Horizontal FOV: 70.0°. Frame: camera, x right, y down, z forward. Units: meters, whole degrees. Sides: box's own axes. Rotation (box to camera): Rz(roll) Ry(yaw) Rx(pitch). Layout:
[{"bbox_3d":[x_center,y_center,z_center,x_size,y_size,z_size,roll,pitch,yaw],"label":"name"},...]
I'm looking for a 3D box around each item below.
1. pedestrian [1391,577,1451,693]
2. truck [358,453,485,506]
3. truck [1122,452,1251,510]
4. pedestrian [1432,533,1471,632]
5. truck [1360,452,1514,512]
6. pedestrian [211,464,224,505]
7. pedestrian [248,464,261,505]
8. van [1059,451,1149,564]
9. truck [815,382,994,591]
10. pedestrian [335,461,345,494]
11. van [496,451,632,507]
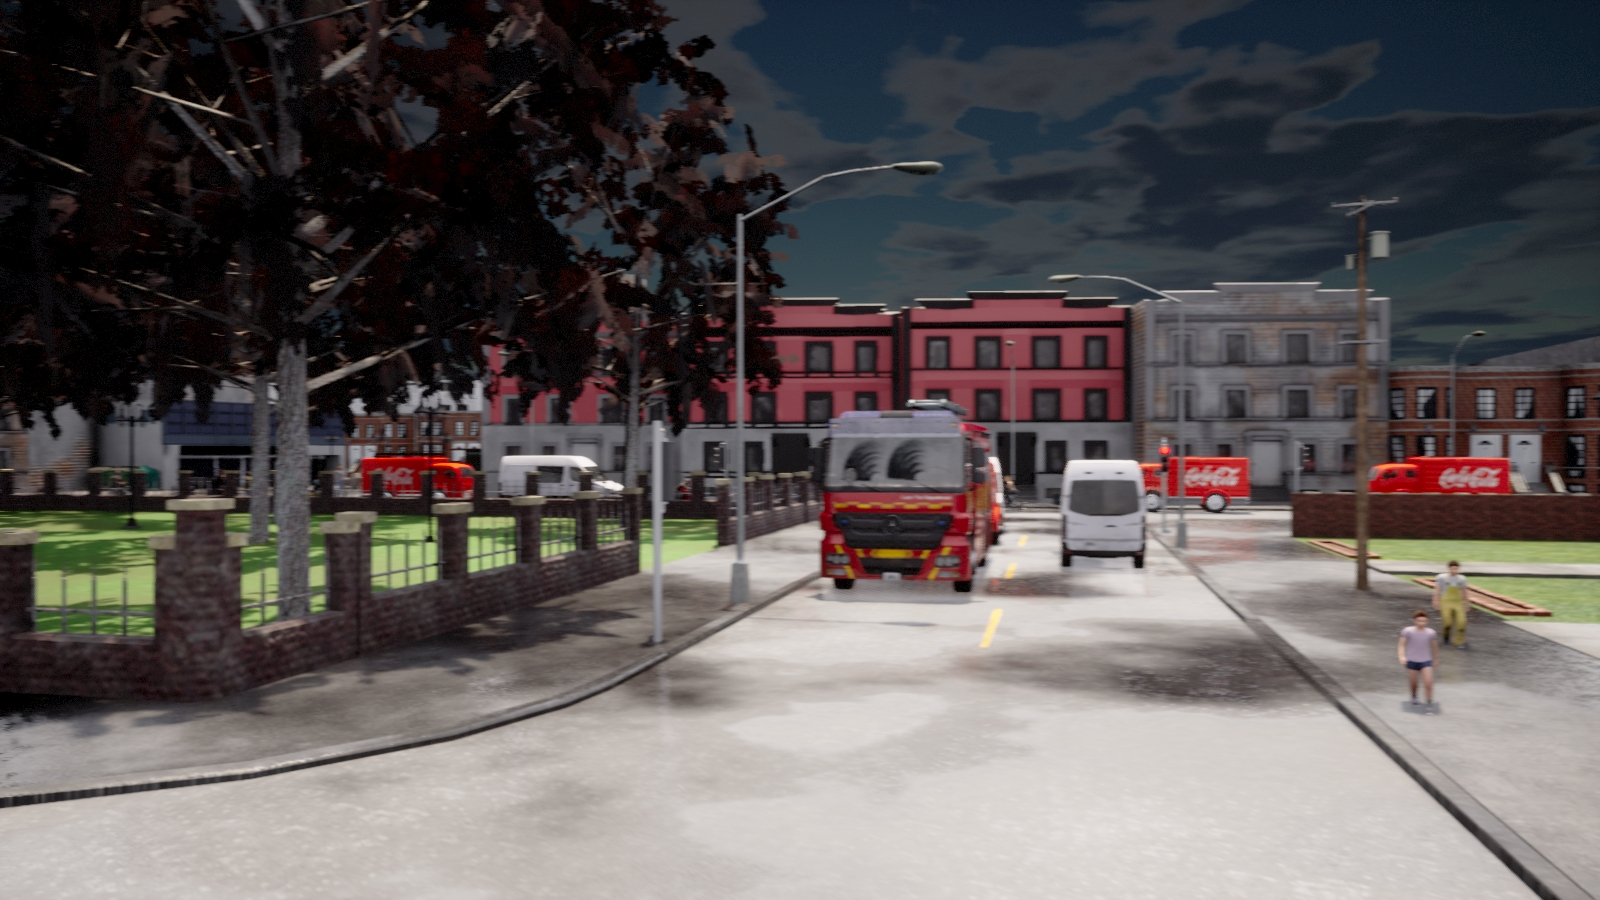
[{"bbox_3d":[6.443,1.901,11.866,0.500,1.100,0.500,0,0,23],"label":"pedestrian"},{"bbox_3d":[-18.237,1.368,55.114,5.204,2.467,2.627,0,0,13],"label":"truck"},{"bbox_3d":[17.216,1.340,51.205,5.204,2.467,2.627,0,0,13],"label":"truck"},{"bbox_3d":[8.895,1.799,15.607,0.375,1.300,0.375,0,0,14],"label":"pedestrian"},{"bbox_3d":[27.173,1.332,48.955,5.204,2.467,2.627,0,0,13],"label":"truck"},{"bbox_3d":[-26.562,1.552,52.106,0.375,1.860,0.375,0,0,15],"label":"pedestrian"},{"bbox_3d":[-24.650,1.549,51.640,0.375,1.860,0.375,0,0,13],"label":"pedestrian"},{"bbox_3d":[7.597,1.311,29.005,1.988,2.561,5.915,0,0,13],"label":"van"},{"bbox_3d":[2.617,0.671,25.342,2.891,3.827,8.468,0,0,13],"label":"truck"},{"bbox_3d":[-26.219,1.553,65.164,0.375,1.860,0.375,0,0,24],"label":"pedestrian"},{"bbox_3d":[-11.044,1.329,53.505,5.915,2.561,1.988,0,0,13],"label":"van"}]
